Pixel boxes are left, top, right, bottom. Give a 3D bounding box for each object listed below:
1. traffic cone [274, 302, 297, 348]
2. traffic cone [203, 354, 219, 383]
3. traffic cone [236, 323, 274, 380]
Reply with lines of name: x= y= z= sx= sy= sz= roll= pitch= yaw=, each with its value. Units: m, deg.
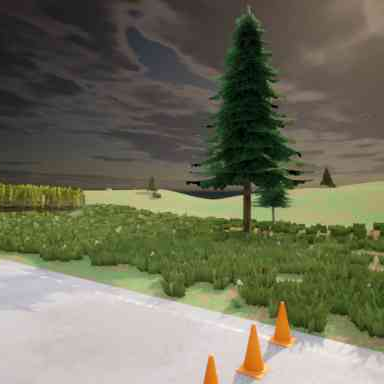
traffic cone: x=1.364 y=1.955 z=5.017 sx=0.340 sy=0.580 sz=0.340 roll=0 pitch=0 yaw=36
traffic cone: x=0.195 y=1.955 z=3.394 sx=0.340 sy=0.580 sz=0.340 roll=0 pitch=0 yaw=36
traffic cone: x=0.780 y=1.955 z=4.205 sx=0.340 sy=0.580 sz=0.340 roll=0 pitch=0 yaw=36
